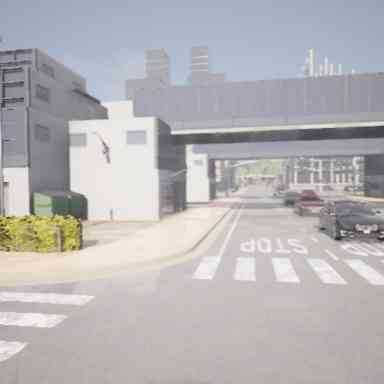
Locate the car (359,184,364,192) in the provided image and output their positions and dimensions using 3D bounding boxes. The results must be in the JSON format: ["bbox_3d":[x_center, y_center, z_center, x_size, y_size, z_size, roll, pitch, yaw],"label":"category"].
[{"bbox_3d":[42.967,-0.972,84.197,1.905,1.878,3.866,-1,1,10],"label":"car"}]

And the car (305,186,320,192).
[{"bbox_3d":[16.705,0.361,48.336,1.882,1.535,5.008,-1,1,10],"label":"car"}]

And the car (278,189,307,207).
[{"bbox_3d":[10.584,0.708,35.336,1.837,1.490,4.892,-1,1,10],"label":"car"}]

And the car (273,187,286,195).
[{"bbox_3d":[13.389,-0.098,50.248,2.097,1.767,4.553,-1,1,10],"label":"car"}]

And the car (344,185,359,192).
[{"bbox_3d":[40.128,-0.947,84.759,1.932,1.855,4.605,-1,1,10],"label":"car"}]

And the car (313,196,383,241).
[{"bbox_3d":[6.791,1.141,14.486,1.837,1.490,4.892,-1,1,10],"label":"car"}]

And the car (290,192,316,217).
[{"bbox_3d":[8.630,0.952,24.582,1.812,1.442,4.674,-1,1,10],"label":"car"}]
